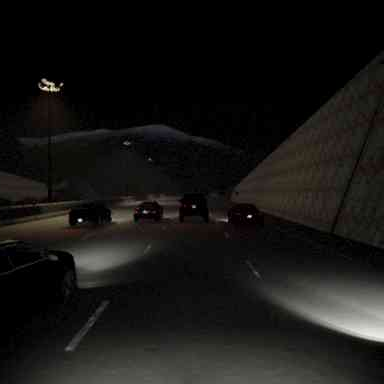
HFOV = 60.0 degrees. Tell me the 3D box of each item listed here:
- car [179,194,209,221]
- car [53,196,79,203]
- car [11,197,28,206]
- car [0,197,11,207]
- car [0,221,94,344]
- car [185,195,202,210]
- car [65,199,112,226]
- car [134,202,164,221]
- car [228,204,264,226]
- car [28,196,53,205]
[{"bbox_3d":[0.145,1.167,26.578,2.150,2.045,5.566,0,0,0],"label":"car"},{"bbox_3d":[-17.452,1.396,47.737,2.128,1.511,4.902,0,0,1],"label":"car"},{"bbox_3d":[-24.424,1.447,50.019,2.033,1.411,5.357,0,0,0],"label":"car"},{"bbox_3d":[-27.945,1.467,48.277,1.994,1.385,4.181,0,0,1],"label":"car"},{"bbox_3d":[-3.391,1.480,5.208,2.128,1.511,4.902,0,0,0],"label":"car"},{"bbox_3d":[0.174,1.266,42.953,2.097,1.767,4.553,0,0,0],"label":"car"},{"bbox_3d":[-6.861,1.459,22.815,1.837,1.490,4.892,0,0,0],"label":"car"},{"bbox_3d":[-3.355,1.494,26.274,2.033,1.411,5.357,0,0,0],"label":"car"},{"bbox_3d":[3.640,1.517,23.001,1.994,1.385,4.181,0,0,0],"label":"car"},{"bbox_3d":[-20.952,1.396,47.743,2.128,1.511,4.902,0,0,1],"label":"car"}]
